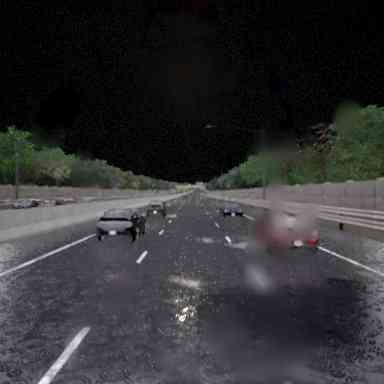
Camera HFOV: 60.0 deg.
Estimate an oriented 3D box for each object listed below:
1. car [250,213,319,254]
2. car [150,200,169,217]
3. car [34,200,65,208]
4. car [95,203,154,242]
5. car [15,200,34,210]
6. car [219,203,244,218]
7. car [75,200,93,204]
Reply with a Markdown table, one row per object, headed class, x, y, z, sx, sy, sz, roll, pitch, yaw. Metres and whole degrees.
| class | x | y | z | sx | sy | sz | roll | pitch | yaw |
| --- | --- | --- | --- | --- | --- | --- | --- | --- | --- |
| car | 3.606 | 1.566 | 13.528 | 1.812 | 1.442 | 4.674 | 0 | 0 | 0 |
| car | -3.385 | 1.608 | 32.856 | 1.837 | 1.490 | 4.892 | 0 | 0 | 0 |
| car | -17.562 | 1.698 | 41.748 | 1.994 | 1.385 | 4.181 | 0 | 0 | 0 |
| car | -3.392 | 1.541 | 16.650 | 2.128 | 1.511 | 4.902 | 0 | 0 | 0 |
| car | -21.057 | 1.704 | 42.974 | 1.994 | 1.385 | 4.181 | 0 | 0 | 0 |
| car | 3.615 | 1.698 | 31.396 | 1.895 | 1.301 | 4.718 | 0 | 0 | 0 |
| car | -14.058 | 1.704 | 43.169 | 1.994 | 1.385 | 4.181 | 0 | 0 | 0 |
